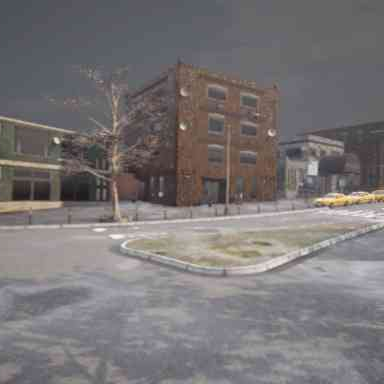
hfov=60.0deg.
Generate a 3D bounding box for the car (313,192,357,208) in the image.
[{"bbox_3d":[15.046,0.838,35.656,5.366,1.575,1.946,-2,2,-37],"label":"car"}]

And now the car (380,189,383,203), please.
[{"bbox_3d":[23.857,0.464,42.310,5.366,1.575,1.946,-2,2,-37],"label":"car"}]

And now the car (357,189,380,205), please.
[{"bbox_3d":[19.454,0.650,38.978,5.366,1.575,1.946,-2,2,-37],"label":"car"}]
